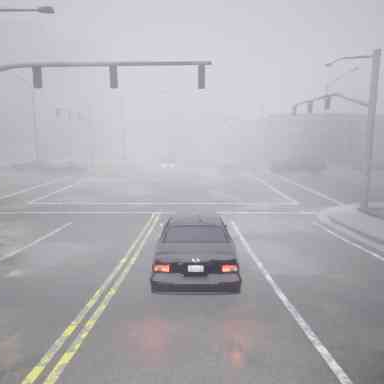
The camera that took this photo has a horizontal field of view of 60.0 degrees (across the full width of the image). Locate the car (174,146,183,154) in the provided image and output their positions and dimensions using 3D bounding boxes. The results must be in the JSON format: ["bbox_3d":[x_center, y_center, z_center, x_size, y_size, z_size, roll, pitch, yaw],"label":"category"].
[{"bbox_3d":[-3.425,-8.508,71.195,2.033,1.411,5.357,0,9,0],"label":"car"}]

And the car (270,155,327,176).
[{"bbox_3d":[10.792,-2.752,33.807,5.566,2.045,2.150,0,9,0],"label":"car"}]

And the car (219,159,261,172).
[{"bbox_3d":[5.498,-3.100,38.317,4.718,1.301,1.895,2,9,12],"label":"car"}]

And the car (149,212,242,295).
[{"bbox_3d":[0.083,1.218,8.395,2.033,1.411,5.357,0,4,0],"label":"car"}]

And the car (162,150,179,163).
[{"bbox_3d":[-3.542,-5.300,51.522,2.033,1.411,5.357,0,9,0],"label":"car"}]

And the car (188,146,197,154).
[{"bbox_3d":[0.085,-10.311,81.083,2.097,1.767,4.553,0,9,0],"label":"car"}]

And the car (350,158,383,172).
[{"bbox_3d":[20.356,-3.051,37.314,4.902,1.511,2.128,0,9,0],"label":"car"}]

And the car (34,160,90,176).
[{"bbox_3d":[-13.047,-2.398,34.019,4.718,1.301,1.895,0,9,0],"label":"car"}]

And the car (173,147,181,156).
[{"bbox_3d":[-3.503,-6.885,61.000,1.837,1.490,4.892,0,9,0],"label":"car"}]

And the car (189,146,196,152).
[{"bbox_3d":[0.096,-11.796,91.141,1.994,1.385,4.181,0,9,0],"label":"car"}]

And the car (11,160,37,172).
[{"bbox_3d":[-17.725,-2.962,37.493,4.718,1.301,1.895,0,9,0],"label":"car"}]
